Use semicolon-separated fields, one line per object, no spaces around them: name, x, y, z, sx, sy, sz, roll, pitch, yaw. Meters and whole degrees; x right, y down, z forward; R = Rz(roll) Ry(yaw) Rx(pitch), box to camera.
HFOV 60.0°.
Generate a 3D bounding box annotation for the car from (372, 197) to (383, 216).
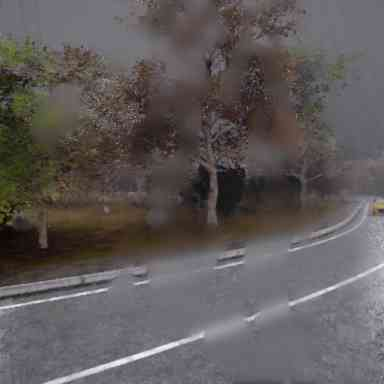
car;19.449;1.579;33.754;1.882;1.535;5.008;-1;-1;29
